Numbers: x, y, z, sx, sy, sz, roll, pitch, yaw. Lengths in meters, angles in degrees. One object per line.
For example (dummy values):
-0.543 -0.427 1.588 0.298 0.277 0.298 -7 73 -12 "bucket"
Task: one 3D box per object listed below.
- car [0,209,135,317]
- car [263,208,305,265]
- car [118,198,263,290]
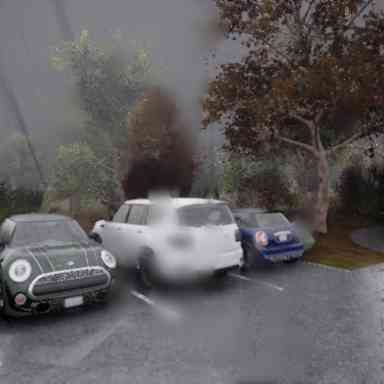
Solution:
-3.384 1.339 7.683 2.185 1.767 4.553 -1 0 -35 "car"
1.292 1.287 10.936 2.185 1.767 4.553 -1 0 -35 "car"
-1.013 1.187 9.369 2.435 2.045 5.566 -1 0 -35 "car"
